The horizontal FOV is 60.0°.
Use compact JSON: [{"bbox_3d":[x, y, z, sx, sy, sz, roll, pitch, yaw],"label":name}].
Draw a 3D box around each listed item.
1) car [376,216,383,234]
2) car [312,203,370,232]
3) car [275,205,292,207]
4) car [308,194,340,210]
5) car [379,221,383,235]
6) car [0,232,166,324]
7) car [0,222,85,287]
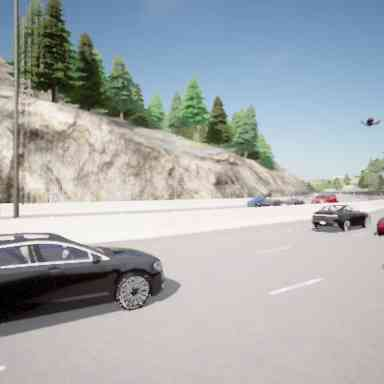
[{"bbox_3d":[11.591,1.583,17.832,4.181,1.385,1.994,0,0,-41],"label":"car"},{"bbox_3d":[9.191,1.518,20.363,4.902,1.511,2.128,0,0,-41],"label":"car"},{"bbox_3d":[13.626,1.555,44.847,2.128,1.511,4.902,0,0,42],"label":"car"},{"bbox_3d":[17.542,1.283,43.984,2.150,2.045,5.566,0,0,41],"label":"car"},{"bbox_3d":[7.453,1.574,9.685,4.181,1.385,1.994,0,0,-39],"label":"car"},{"bbox_3d":[-2.814,1.506,6.162,4.902,1.511,2.128,0,0,-36],"label":"car"},{"bbox_3d":[-5.423,1.622,8.558,4.718,1.301,1.895,0,0,-36],"label":"car"}]
